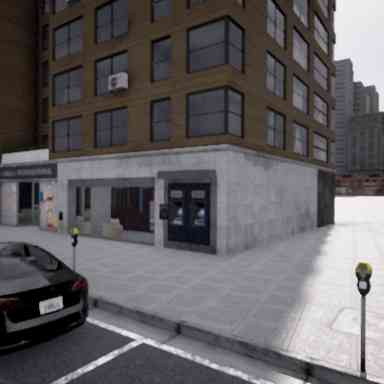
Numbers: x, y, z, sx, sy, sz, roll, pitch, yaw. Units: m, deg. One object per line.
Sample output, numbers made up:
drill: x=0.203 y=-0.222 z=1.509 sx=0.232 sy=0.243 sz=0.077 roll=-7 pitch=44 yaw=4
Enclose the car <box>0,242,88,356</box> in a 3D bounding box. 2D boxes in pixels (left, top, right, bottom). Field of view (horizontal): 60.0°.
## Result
car: x=-3.552 y=1.515 z=5.606 sx=4.313 sy=1.339 sz=1.947 roll=1 pitch=0 yaw=35
